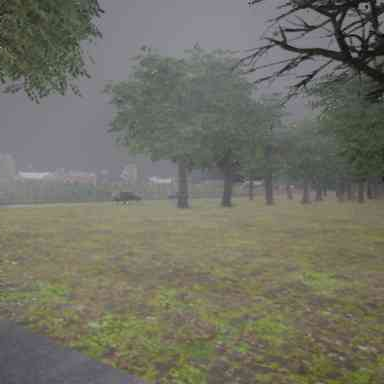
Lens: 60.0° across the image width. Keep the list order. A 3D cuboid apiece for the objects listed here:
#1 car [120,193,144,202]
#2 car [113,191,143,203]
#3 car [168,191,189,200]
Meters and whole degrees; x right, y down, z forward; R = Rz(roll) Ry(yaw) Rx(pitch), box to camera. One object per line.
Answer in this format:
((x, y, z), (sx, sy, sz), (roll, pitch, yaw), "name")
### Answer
((-11.934, 1.073, 66.806), (2.097, 1.767, 4.553), (-1, -1, 35), "car")
((-12.110, 0.911, 61.760), (2.150, 2.045, 5.566), (-1, 0, 35), "car")
((-3.040, 0.722, 74.708), (2.150, 2.045, 5.566), (-1, 0, 35), "car")
